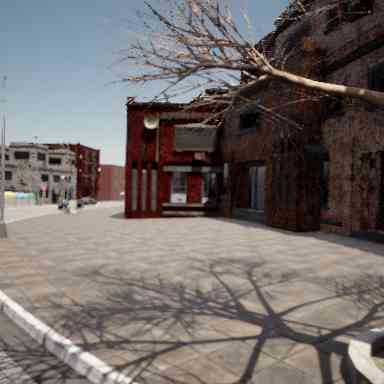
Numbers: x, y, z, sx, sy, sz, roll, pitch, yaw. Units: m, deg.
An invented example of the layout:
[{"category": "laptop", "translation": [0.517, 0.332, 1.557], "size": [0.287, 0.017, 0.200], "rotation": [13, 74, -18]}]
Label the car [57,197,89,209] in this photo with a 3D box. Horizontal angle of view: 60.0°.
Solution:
[{"category": "car", "translation": [-16.106, 1.676, 44.639], "size": [1.895, 1.301, 4.718], "rotation": [1, 0, 5]}]

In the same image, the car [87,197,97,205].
[{"category": "car", "translation": [-18.604, 1.655, 58.962], "size": [2.033, 1.411, 5.357], "rotation": [1, 0, 5]}]
